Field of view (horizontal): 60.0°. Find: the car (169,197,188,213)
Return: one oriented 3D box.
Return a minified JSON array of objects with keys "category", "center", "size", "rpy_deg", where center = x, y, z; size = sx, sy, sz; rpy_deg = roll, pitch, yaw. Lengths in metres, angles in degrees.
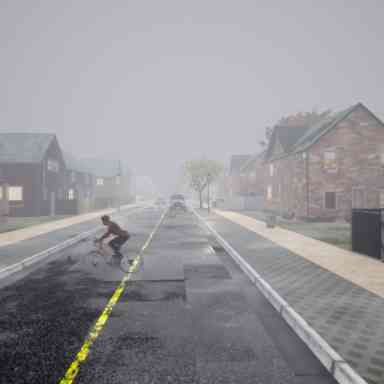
[{"category":"car","center":[-1.636,1.573,38.465],"size":[1.812,1.442,4.674],"rpy_deg":[0,0,-3]}]

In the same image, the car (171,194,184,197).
[{"category":"car","center":[-2.136,1.318,48.986],"size":[2.150,2.045,5.566],"rpy_deg":[0,0,-3]}]

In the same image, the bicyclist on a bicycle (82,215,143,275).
[{"category":"bicyclist on a bicycle","center":[-2.162,1.451,9.004],"size":[1.656,1.620,0.582],"rpy_deg":[-2,0,-3]}]

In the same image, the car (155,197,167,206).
[{"category":"car","center":[-5.552,1.686,59.281],"size":[1.812,1.442,4.674],"rpy_deg":[0,0,-2]}]
